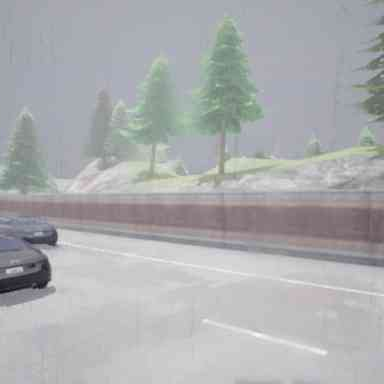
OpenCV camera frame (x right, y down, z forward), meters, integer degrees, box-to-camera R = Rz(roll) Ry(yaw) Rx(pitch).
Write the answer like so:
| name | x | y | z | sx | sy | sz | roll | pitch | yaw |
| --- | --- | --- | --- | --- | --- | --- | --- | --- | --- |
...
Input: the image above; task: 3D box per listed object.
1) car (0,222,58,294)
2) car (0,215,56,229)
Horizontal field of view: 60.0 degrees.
| name | x | y | z | sx | sy | sz | roll | pitch | yaw |
| --- | --- | --- | --- | --- | --- | --- | --- | --- | --- |
| car | -5.340 | 1.673 | 8.399 | 4.181 | 1.385 | 1.994 | -1 | -1 | 40 |
| car | -7.906 | 1.749 | 15.316 | 4.181 | 1.385 | 1.994 | -1 | -1 | 43 |
